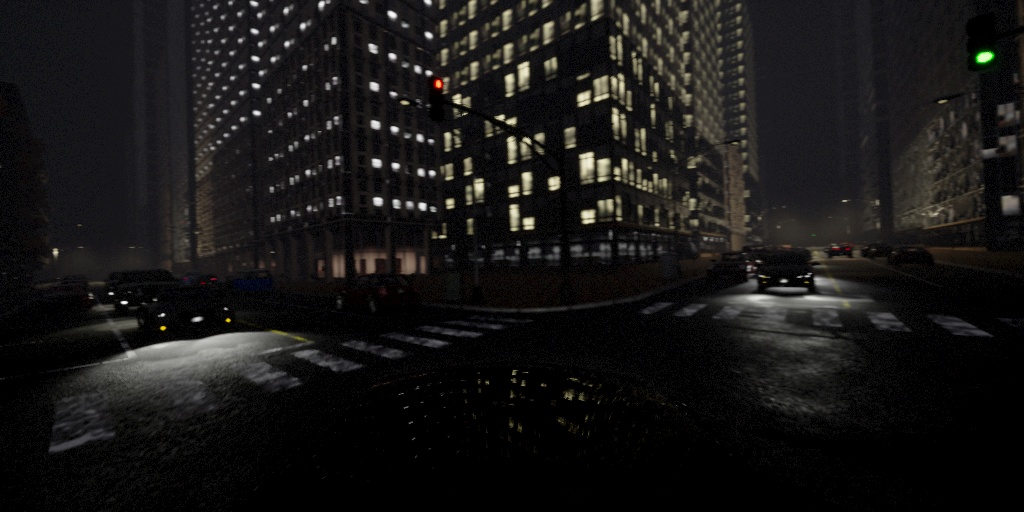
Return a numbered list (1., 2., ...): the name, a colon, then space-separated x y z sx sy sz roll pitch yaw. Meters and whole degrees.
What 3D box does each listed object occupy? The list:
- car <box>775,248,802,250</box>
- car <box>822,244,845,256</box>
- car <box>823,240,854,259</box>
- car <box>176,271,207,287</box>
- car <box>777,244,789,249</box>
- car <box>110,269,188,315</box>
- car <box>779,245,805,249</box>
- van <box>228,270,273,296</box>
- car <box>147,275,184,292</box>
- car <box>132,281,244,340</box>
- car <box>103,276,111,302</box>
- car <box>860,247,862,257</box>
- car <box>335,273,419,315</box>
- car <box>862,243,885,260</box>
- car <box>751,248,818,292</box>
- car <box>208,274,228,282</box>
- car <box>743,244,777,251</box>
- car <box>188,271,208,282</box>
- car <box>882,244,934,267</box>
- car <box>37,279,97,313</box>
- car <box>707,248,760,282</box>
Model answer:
1. car: 18.389 0.376 23.393 1.895 1.301 4.718 -2 0 40
2. car: 40.417 -0.770 45.117 1.895 1.301 4.718 -2 0 40
3. car: 33.805 -0.528 37.024 2.128 1.511 4.902 -2 0 40
4. car: -38.157 2.714 42.646 4.553 1.767 2.097 -2 -1 40
5. car: 37.226 -0.699 50.199 1.888 1.381 4.507 0 0 40
6. car: -18.559 1.694 18.242 5.566 2.045 2.150 -2 -1 40
7. car: 25.166 -0.038 31.582 2.033 1.411 5.357 -2 0 40
8. van: -18.791 1.892 25.985 3.998 1.789 1.690 0 0 40
9. car: -34.780 2.676 35.916 4.902 1.511 2.128 -2 -1 40
10. car: -10.612 1.710 11.633 4.181 1.385 1.994 -2 -1 40
11. car: -27.071 2.047 25.340 5.566 2.045 2.150 -2 -1 40
12. car: 36.616 -0.582 36.319 1.948 1.339 4.313 0 0 40
13. car: -5.776 1.454 15.147 4.097 1.591 1.967 0 0 40
14. car: 33.172 -0.434 32.154 1.751 1.417 4.829 0 0 40
15. car: 11.873 0.625 15.525 1.837 1.490 4.892 -2 0 40
16. car: -23.129 2.281 29.598 4.403 1.370 2.007 0 0 40
17. car: 19.469 0.013 28.731 2.192 1.841 5.009 0 0 40
18. car: -32.778 2.641 38.212 4.892 1.490 1.837 -2 -1 40
19. car: 25.957 0.000 23.433 1.802 1.307 4.207 0 0 40
20. car: -24.151 2.225 19.544 4.403 1.370 2.007 0 0 40
21. car: 12.366 0.515 20.144 1.967 1.591 4.097 0 0 40
